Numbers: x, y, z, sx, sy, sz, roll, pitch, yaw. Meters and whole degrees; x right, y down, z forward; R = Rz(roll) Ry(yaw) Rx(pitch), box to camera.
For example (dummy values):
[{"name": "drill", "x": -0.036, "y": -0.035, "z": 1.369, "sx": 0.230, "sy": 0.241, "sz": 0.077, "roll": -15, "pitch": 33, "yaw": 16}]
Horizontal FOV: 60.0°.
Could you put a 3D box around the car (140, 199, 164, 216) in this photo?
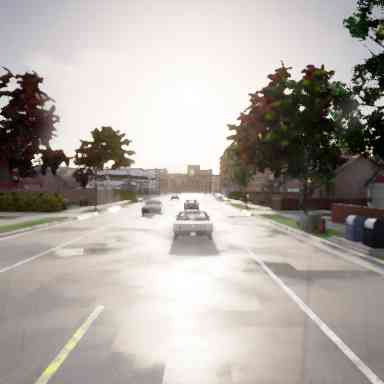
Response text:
[{"name": "car", "x": -3.696, "y": 1.460, "z": 31.722, "sx": 1.837, "sy": 1.490, "sz": 4.892, "roll": 0, "pitch": 0, "yaw": 0}]

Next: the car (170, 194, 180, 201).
[{"name": "car", "x": -3.724, "y": 1.168, "z": 73.356, "sx": 1.994, "sy": 1.385, "sz": 4.181, "roll": 0, "pitch": 0, "yaw": 0}]

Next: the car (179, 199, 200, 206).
[{"name": "car", "x": -0.046, "y": 1.481, "z": 37.873, "sx": 2.033, "sy": 1.411, "sz": 5.357, "roll": 0, "pitch": 0, "yaw": 0}]

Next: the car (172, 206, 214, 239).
[{"name": "car", "x": 0.036, "y": 1.596, "z": 17.175, "sx": 1.895, "sy": 1.301, "sz": 4.718, "roll": 0, "pitch": 0, "yaw": 0}]
